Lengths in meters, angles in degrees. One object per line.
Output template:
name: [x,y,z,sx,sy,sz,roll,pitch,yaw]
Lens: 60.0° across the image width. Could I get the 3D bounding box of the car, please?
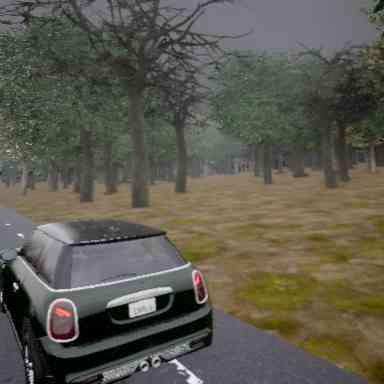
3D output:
car: [-1.719,1.209,5.242,2.097,1.767,4.553,-3,2,-34]
